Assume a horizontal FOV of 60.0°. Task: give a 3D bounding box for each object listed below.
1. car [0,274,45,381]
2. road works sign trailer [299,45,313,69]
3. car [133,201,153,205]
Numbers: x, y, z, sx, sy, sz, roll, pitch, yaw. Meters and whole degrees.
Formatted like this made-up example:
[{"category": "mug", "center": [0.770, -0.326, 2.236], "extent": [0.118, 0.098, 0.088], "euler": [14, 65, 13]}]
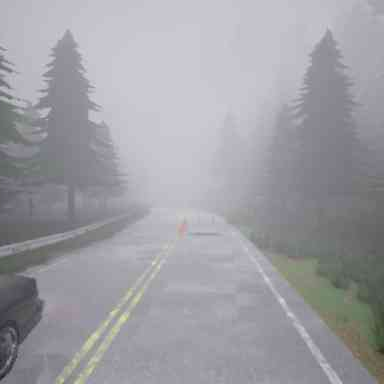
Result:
[{"category": "car", "center": [-3.191, 1.561, 2.715], "extent": [2.033, 1.411, 5.357], "euler": [0, 0, 2]}, {"category": "road works sign trailer", "center": [19.409, -21.897, 54.258], "extent": [2.380, 3.560, 2.880], "euler": [24, 36, 31]}, {"category": "car", "center": [-8.306, 2.128, 54.777], "extent": [1.895, 1.301, 4.718], "euler": [-3, 0, -37]}]
